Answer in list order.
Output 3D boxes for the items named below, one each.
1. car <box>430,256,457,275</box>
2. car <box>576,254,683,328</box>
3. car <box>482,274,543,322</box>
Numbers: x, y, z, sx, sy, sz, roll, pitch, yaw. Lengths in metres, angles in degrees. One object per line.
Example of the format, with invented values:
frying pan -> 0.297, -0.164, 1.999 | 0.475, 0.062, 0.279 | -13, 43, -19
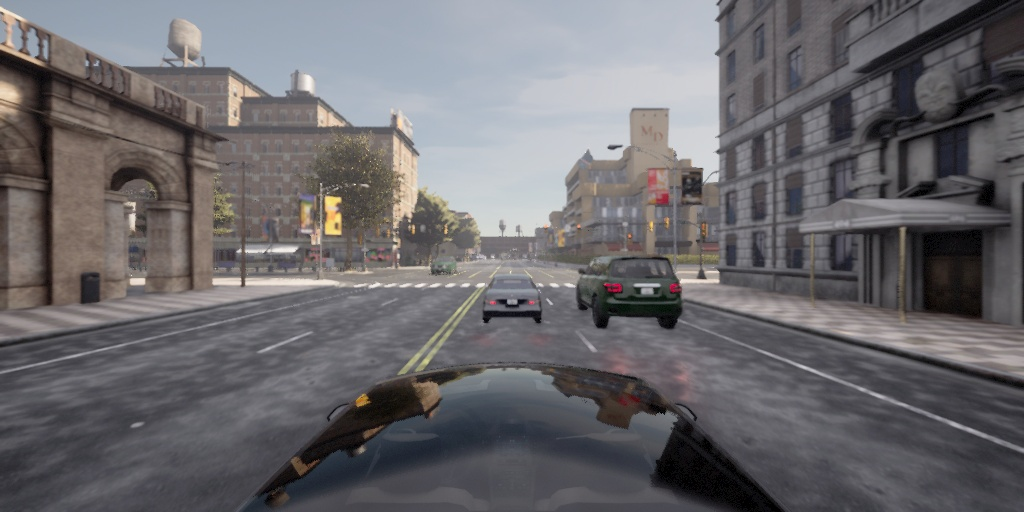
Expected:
car -> -7.348, 1.013, 39.196 | 2.150, 2.045, 5.566 | 0, 0, -1
car -> 3.466, 0.980, 11.604 | 2.150, 2.045, 5.566 | 0, 0, 2
car -> -0.002, 1.307, 12.324 | 2.033, 1.411, 5.357 | 0, 0, 0
